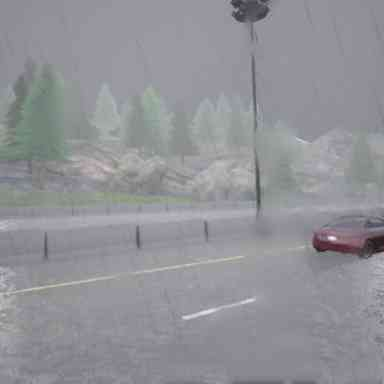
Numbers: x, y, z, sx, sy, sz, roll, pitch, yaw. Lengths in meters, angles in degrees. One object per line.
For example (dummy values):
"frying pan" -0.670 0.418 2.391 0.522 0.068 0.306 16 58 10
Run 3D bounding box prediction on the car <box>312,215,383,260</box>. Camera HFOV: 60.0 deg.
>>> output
"car" 6.485 1.572 12.682 4.181 1.385 1.994 0 0 -36
